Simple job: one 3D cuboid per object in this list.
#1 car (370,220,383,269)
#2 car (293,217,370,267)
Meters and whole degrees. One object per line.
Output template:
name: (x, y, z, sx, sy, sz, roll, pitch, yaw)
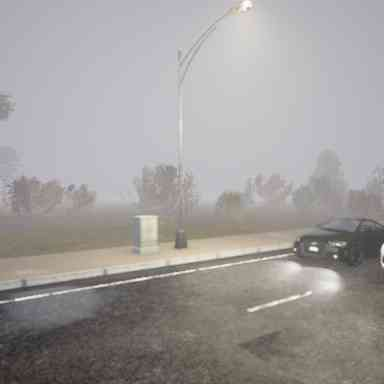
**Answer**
car: (7.345, 1.253, 8.943, 5.566, 2.045, 2.150, 0, 0, -36)
car: (5.423, 1.596, 11.564, 4.181, 1.385, 1.994, 0, 0, -36)
